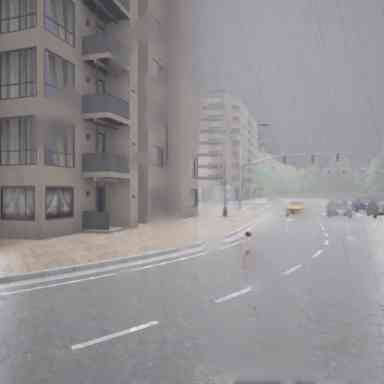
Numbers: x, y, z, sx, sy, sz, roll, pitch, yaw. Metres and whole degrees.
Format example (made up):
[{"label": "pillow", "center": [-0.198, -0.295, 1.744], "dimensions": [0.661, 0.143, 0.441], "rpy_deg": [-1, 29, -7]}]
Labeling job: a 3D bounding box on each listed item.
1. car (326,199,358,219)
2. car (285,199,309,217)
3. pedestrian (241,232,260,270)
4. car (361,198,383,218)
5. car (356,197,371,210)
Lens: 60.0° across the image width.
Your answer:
[{"label": "car", "center": [13.029, 1.493, 29.609], "dimensions": [2.128, 1.511, 4.902], "rpy_deg": [0, 0, 19]}, {"label": "car", "center": [9.863, 1.483, 31.154], "dimensions": [1.882, 1.535, 5.008], "rpy_deg": [0, 0, 19]}, {"label": "pedestrian", "center": [1.698, 1.674, 9.663], "dimensions": [0.500, 1.100, 0.500], "rpy_deg": [0, 0, 38]}, {"label": "car", "center": [16.830, 1.547, 29.524], "dimensions": [2.033, 1.411, 5.357], "rpy_deg": [0, 0, 19]}, {"label": "car", "center": [19.882, 1.352, 38.606], "dimensions": [2.097, 1.767, 4.553], "rpy_deg": [0, 0, 19]}]
